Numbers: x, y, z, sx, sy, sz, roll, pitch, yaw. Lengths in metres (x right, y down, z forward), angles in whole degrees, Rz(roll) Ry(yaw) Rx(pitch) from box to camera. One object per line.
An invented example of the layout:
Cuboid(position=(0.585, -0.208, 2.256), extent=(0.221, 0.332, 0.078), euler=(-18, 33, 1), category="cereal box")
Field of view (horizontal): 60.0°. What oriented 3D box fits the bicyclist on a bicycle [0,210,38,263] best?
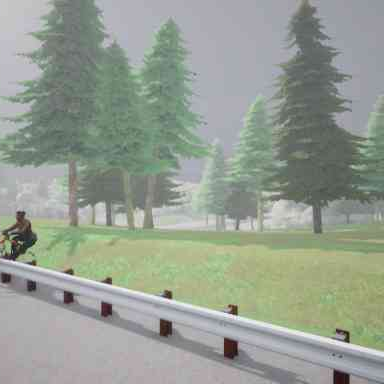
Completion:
Cuboid(position=(-4.505, 1.293, 8.457), extent=(0.582, 1.620, 1.656), euler=(8, -16, 34), category="bicyclist on a bicycle")
